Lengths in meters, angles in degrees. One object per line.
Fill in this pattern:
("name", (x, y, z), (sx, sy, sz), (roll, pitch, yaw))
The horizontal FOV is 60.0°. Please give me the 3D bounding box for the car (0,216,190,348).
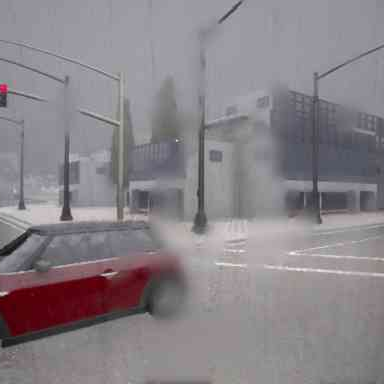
("car", (-2.313, 1.343, 5.674), (4.553, 1.767, 2.097), (0, 0, -37))
